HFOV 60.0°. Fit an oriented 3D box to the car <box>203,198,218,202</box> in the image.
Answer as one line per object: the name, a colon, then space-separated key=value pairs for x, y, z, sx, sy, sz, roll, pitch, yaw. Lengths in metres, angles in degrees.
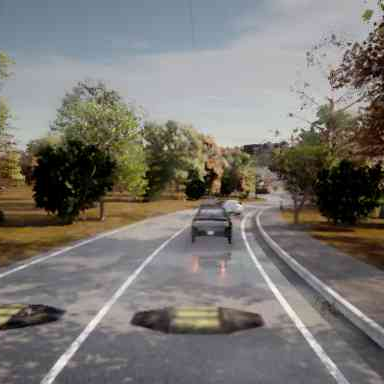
car: x=2.409 y=1.492 z=41.346 sx=2.033 sy=1.411 sz=5.357 roll=1 pitch=0 yaw=17

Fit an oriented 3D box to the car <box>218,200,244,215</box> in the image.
car: x=4.155 y=1.543 z=33.768 sx=1.812 sy=1.442 sz=4.674 roll=1 pitch=0 yaw=14

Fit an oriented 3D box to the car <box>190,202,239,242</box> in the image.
car: x=1.033 y=1.486 z=16.304 sx=2.128 sy=1.511 sz=4.902 roll=1 pitch=0 yaw=6
